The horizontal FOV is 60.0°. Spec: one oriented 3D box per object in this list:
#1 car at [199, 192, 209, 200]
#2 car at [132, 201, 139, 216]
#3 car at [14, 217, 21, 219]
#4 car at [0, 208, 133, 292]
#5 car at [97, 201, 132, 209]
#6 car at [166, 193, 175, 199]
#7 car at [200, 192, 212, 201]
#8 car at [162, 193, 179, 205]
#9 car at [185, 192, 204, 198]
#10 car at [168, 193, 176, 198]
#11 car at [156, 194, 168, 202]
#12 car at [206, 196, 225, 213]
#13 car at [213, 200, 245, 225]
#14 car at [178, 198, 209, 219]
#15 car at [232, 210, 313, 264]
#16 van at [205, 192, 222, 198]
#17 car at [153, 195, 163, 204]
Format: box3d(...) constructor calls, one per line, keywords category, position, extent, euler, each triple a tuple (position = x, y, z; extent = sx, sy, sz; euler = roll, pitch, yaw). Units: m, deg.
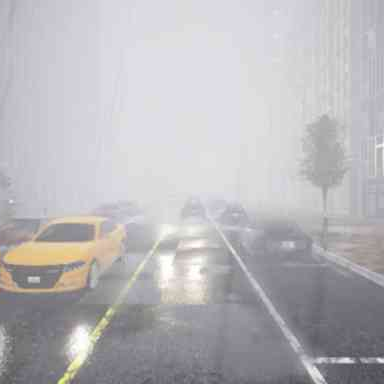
box3d(category="car", position=(2.801, 0.837, 79.722), extent=(2.192, 1.841, 5.009), euler=(0, 0, 0))
box3d(category="car", position=(-5.650, 1.410, 28.514), extent=(1.947, 1.339, 4.313), euler=(0, 0, 0))
box3d(category="car", position=(-5.673, 1.521, 11.437), extent=(1.802, 1.307, 4.206), euler=(0, 0, 0))
box3d(category="car", position=(-3.089, 1.429, 9.006), extent=(1.882, 1.535, 5.008), euler=(0, 0, 0))
box3d(category="car", position=(-5.658, 1.421, 22.821), extent=(1.887, 1.381, 4.507), euler=(0, 0, 0))
box3d(category="car", position=(-5.573, 1.033, 85.438), extent=(2.008, 1.369, 4.403), euler=(0, 0, 0))
box3d(category="car", position=(2.785, 0.913, 68.337), extent=(2.192, 1.841, 5.009), euler=(0, 0, 0))
box3d(category="car", position=(-3.012, 1.237, 50.625), extent=(1.812, 1.442, 4.674), euler=(0, 0, 0))
box3d(category="car", position=(0.142, 1.105, 43.959), extent=(2.097, 1.767, 4.553), euler=(0, 0, 0))
box3d(category="car", position=(-5.566, 1.009, 91.131), extent=(1.947, 1.339, 4.313), euler=(0, 0, 0))
box3d(category="car", position=(-5.604, 1.185, 62.670), extent=(2.008, 1.369, 4.403), euler=(0, 0, 0))
box3d(category="car", position=(2.738, 1.378, 34.186), extent=(1.947, 1.339, 4.313), euler=(0, 0, 0))
box3d(category="car", position=(2.723, 1.443, 22.802), extent=(1.947, 1.339, 4.313), euler=(0, 0, 0))
box3d(category="car", position=(0.134, 1.416, 27.240), extent=(1.994, 1.385, 4.181), euler=(0, 0, 0))
box3d(category="car", position=(2.708, 1.505, 11.418), extent=(1.947, 1.339, 4.313), euler=(0, 0, 0))
box3d(category="van", position=(2.747, 1.119, 39.879), extent=(1.690, 1.788, 3.998), euler=(0, 0, 0))
box3d(category="car", position=(-5.612, 1.198, 56.806), extent=(1.752, 1.417, 4.829), euler=(0, 0, 0))
